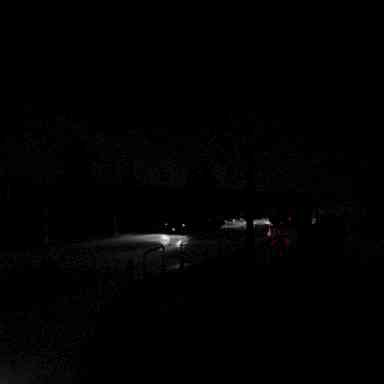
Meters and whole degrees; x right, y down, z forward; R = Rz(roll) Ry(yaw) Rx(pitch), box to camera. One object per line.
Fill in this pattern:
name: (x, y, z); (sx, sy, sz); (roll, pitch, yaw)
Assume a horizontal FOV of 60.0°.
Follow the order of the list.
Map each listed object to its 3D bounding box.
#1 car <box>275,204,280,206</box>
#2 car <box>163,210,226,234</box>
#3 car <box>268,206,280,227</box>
car: (10.082, 2.070, 37.078); (2.128, 1.511, 4.902); (-1, -1, 34)
car: (0.339, 1.915, 22.377); (2.033, 1.411, 5.357); (-1, -1, 33)
car: (7.747, 2.008, 26.143); (1.895, 1.301, 4.718); (-1, -1, 33)
